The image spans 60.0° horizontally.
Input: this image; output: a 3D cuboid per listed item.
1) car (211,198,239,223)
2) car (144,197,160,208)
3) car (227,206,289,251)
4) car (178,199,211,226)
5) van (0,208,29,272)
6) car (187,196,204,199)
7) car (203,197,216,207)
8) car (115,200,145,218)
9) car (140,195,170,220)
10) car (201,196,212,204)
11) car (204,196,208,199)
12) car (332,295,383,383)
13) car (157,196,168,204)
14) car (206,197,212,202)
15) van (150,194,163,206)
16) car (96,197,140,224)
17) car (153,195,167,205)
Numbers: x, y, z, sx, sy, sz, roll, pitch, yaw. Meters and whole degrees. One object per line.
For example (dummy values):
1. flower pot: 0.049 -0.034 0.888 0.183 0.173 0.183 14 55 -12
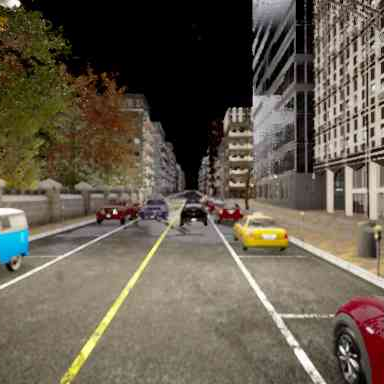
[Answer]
1. car: 2.724 1.438 25.032 1.967 1.590 4.097 1 0 0
2. car: -5.634 1.501 47.367 1.752 1.417 4.829 1 0 0
3. car: 2.713 1.526 13.966 1.752 1.417 4.829 1 0 0
4. car: 0.123 1.505 23.720 1.837 1.490 4.892 0 1 0
5. van: -5.671 1.341 8.239 1.690 1.788 3.998 1 0 0
6. car: 0.141 1.336 42.021 2.097 1.767 4.553 0 0 0
7. car: 2.752 1.514 53.119 1.887 1.381 4.507 1 0 0
8. car: -5.651 1.538 30.695 1.887 1.381 4.507 1 0 0
9. car: -3.070 1.347 28.189 2.097 1.767 4.553 0 0 0
10. car: 2.763 1.478 64.523 1.752 1.417 4.829 1 0 0
11. car: 2.746 1.521 47.502 1.887 1.381 4.507 1 0 0
12. car: 2.702 1.441 2.561 1.967 1.590 4.097 1 0 0
13. car: -5.618 1.479 64.208 1.752 1.417 4.829 1 0 0
14. car: 2.735 1.534 36.267 1.887 1.381 4.507 1 0 0
15. van: -5.626 1.310 53.150 1.690 1.788 3.998 1 0 0
16. car: -5.654 1.312 25.081 2.192 1.841 5.009 1 0 0
17. car: -5.622 1.401 58.763 1.967 1.590 4.097 1 0 0
